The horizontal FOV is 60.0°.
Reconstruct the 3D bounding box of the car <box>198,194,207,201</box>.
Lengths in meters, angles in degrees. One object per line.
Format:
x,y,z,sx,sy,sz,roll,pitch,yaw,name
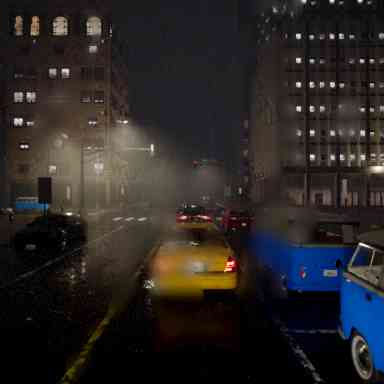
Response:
2.710,1.393,85.841,1.967,1.590,4.097,1,0,0,car

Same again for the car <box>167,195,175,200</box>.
-5.671,1.472,91.325,1.752,1.417,4.829,1,0,0,car

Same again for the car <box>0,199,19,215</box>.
-19.840,1.620,32.423,4.403,1.369,2.008,0,0,1,car

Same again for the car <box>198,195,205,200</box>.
2.709,1.472,91.663,1.752,1.417,4.829,1,0,0,car

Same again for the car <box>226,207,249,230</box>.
2.702,1.545,19.488,1.887,1.381,4.507,1,0,0,car

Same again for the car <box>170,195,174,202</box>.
-5.673,1.517,74.539,2.008,1.369,4.403,1,0,0,car

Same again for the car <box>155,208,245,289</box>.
0.098,1.458,9.095,1.801,1.575,5.366,0,0,0,car

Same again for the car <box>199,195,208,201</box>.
2.708,1.510,80.189,2.008,1.369,4.403,1,0,0,car

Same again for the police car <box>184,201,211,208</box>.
0.106,1.505,19.415,2.038,1.542,4.974,0,0,0,police car

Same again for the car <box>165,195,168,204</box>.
-5.673,1.425,57.586,1.967,1.590,4.097,1,0,0,car

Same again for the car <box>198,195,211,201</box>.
2.706,1.529,63.235,2.008,1.369,4.403,1,0,0,car

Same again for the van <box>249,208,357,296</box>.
2.704,1.343,8.335,1.690,1.788,3.998,1,0,0,van

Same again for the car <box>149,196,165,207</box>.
-5.676,1.572,51.933,1.802,1.307,4.206,1,0,0,car

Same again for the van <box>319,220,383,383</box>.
2.704,1.342,2.758,1.690,1.788,3.998,1,0,0,van

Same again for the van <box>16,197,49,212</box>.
-19.732,1.525,40.804,3.998,1.788,1.690,0,0,1,van

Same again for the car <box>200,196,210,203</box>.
2.707,1.517,68.886,1.887,1.381,4.507,1,0,0,car

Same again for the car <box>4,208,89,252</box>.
-5.679,1.567,13.918,1.947,1.339,4.313,1,0,0,car

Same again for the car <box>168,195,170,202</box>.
-5.674,1.560,63.237,1.802,1.307,4.206,1,0,0,car
